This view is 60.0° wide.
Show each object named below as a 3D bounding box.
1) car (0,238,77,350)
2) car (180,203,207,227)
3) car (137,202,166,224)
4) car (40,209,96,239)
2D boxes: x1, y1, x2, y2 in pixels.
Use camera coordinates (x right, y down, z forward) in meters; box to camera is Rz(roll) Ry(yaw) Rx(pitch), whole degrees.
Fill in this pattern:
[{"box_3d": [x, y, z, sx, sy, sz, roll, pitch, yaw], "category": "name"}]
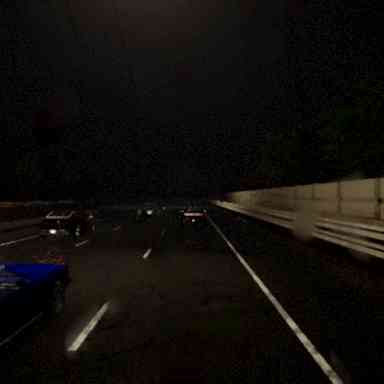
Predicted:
[{"box_3d": [-3.399, 1.653, 4.691, 1.895, 1.301, 4.718, 0, -1, 0], "category": "car"}, {"box_3d": [0.101, 1.829, 25.681, 2.128, 1.511, 4.902, 0, -1, 0], "category": "car"}, {"box_3d": [-3.400, 1.732, 28.693, 2.097, 1.767, 4.553, 0, -1, 0], "category": "car"}, {"box_3d": [-6.900, 1.747, 18.919, 1.837, 1.490, 4.892, 0, -1, 0], "category": "car"}]
